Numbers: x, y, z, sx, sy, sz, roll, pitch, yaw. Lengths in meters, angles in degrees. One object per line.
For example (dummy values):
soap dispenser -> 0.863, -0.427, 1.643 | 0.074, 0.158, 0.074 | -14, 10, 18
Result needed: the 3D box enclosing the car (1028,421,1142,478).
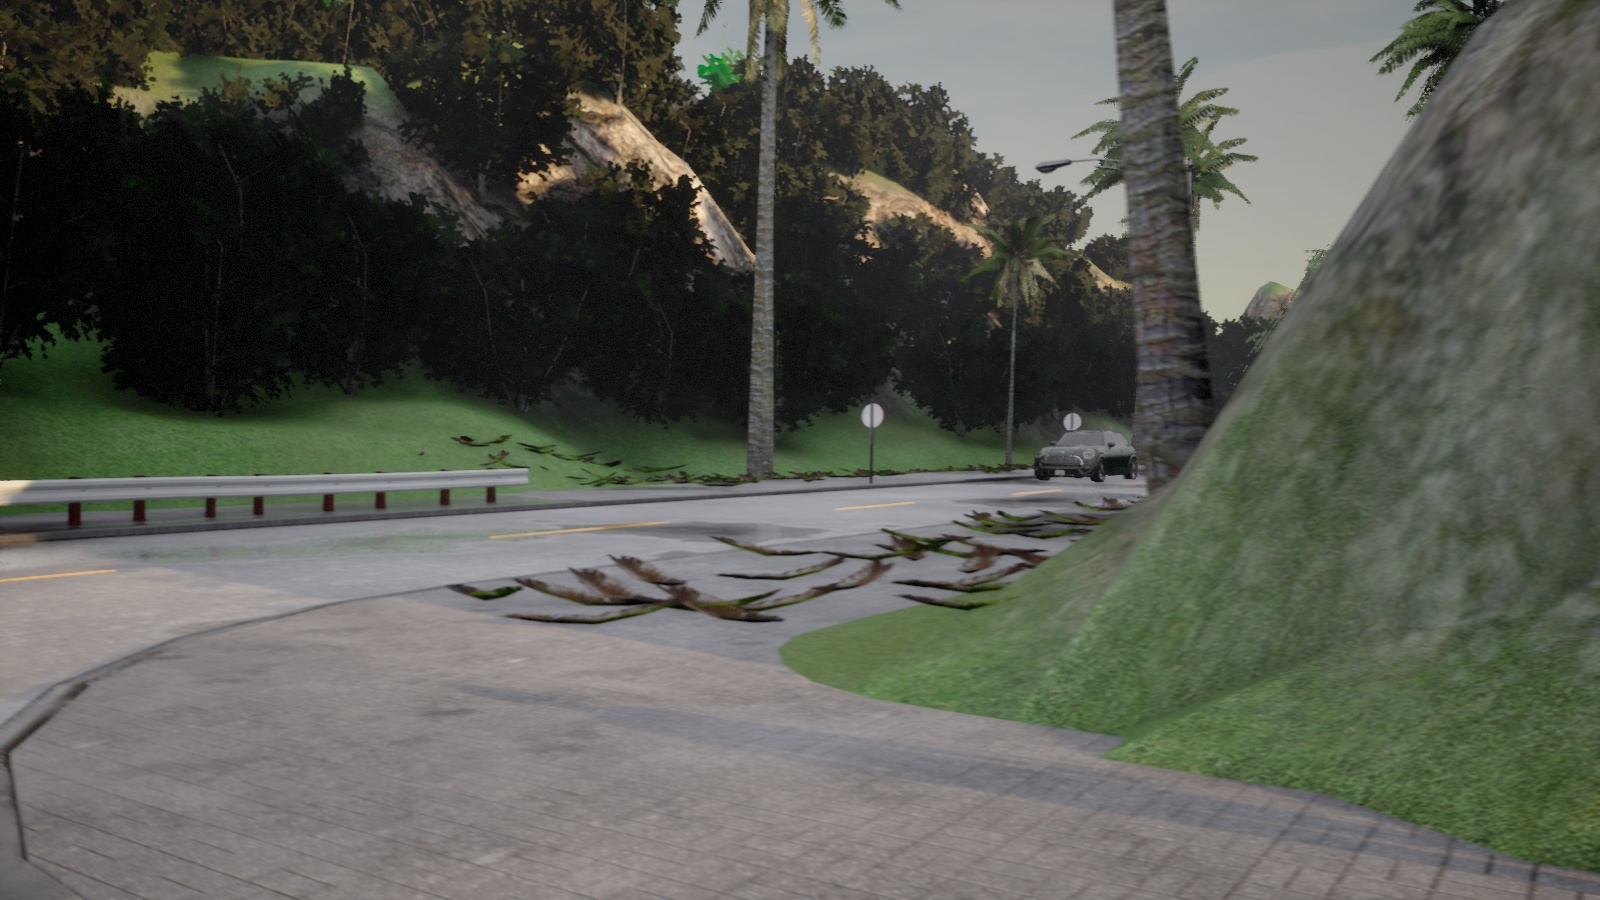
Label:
car -> 9.311, -0.051, 40.782 | 2.097, 1.767, 4.553 | 0, 1, 34
